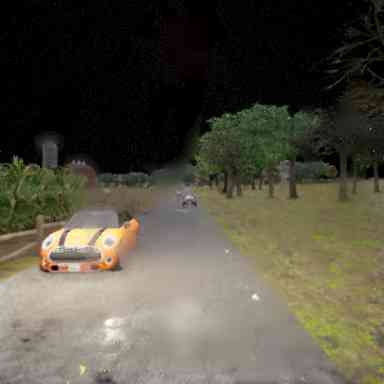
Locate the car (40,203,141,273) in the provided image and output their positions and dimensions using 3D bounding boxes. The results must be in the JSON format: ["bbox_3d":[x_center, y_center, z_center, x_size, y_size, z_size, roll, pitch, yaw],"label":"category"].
[{"bbox_3d":[-2.948,1.289,10.521,2.097,1.767,4.553,0,0,-1],"label":"car"}]

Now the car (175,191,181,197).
[{"bbox_3d":[-3.672,0.511,90.336,1.812,1.442,4.674,0,1,-1],"label":"car"}]

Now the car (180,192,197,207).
[{"bbox_3d":[-0.350,1.154,44.627,1.812,1.442,4.674,0,1,-1],"label":"car"}]
